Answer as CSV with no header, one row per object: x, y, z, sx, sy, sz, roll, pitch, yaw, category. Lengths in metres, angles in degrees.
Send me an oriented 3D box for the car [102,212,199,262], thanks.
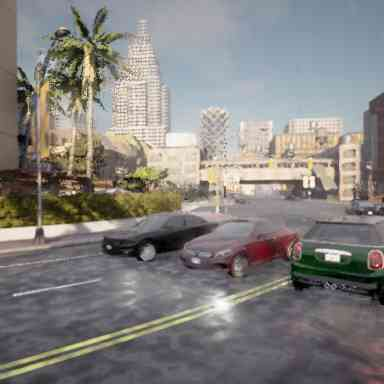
-0.998,1.544,12.721,1.882,1.535,5.008,-1,-1,44,car

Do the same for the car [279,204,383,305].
4.328,1.359,8.321,2.097,1.767,4.553,-1,0,44,car

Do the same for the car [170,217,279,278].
1.711,1.562,10.490,1.812,1.442,4.674,-1,-1,44,car

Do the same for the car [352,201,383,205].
14.885,1.543,29.155,1.812,1.442,4.674,0,0,12,car

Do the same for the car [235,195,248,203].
11.594,1.733,77.313,2.097,1.535,5.008,0,0,7,car
